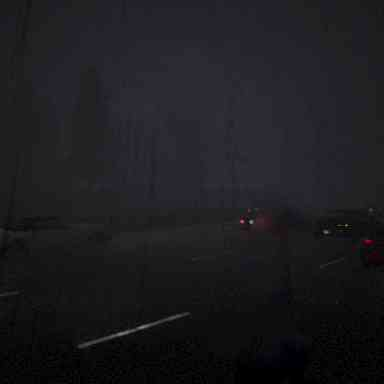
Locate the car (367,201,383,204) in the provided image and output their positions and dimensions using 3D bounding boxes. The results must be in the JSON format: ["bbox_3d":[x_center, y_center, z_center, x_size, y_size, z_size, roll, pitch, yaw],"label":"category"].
[{"bbox_3d":[16.459,1.472,29.317,4.181,1.385,1.994,0,0,-44],"label":"car"}]

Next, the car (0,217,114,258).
[{"bbox_3d":[-5.541,1.627,13.078,4.718,1.301,1.895,0,0,-41],"label":"car"}]

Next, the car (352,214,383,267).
[{"bbox_3d":[6.866,1.526,10.304,4.181,1.385,1.994,0,0,-44],"label":"car"}]

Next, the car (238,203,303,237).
[{"bbox_3d":[4.725,1.520,17.960,5.357,1.411,2.033,0,0,-44],"label":"car"}]

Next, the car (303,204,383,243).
[{"bbox_3d":[7.352,1.485,15.670,4.674,1.442,1.812,-1,0,-44],"label":"car"}]

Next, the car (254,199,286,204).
[{"bbox_3d":[6.013,1.315,24.086,4.553,1.767,2.097,0,0,-44],"label":"car"}]
